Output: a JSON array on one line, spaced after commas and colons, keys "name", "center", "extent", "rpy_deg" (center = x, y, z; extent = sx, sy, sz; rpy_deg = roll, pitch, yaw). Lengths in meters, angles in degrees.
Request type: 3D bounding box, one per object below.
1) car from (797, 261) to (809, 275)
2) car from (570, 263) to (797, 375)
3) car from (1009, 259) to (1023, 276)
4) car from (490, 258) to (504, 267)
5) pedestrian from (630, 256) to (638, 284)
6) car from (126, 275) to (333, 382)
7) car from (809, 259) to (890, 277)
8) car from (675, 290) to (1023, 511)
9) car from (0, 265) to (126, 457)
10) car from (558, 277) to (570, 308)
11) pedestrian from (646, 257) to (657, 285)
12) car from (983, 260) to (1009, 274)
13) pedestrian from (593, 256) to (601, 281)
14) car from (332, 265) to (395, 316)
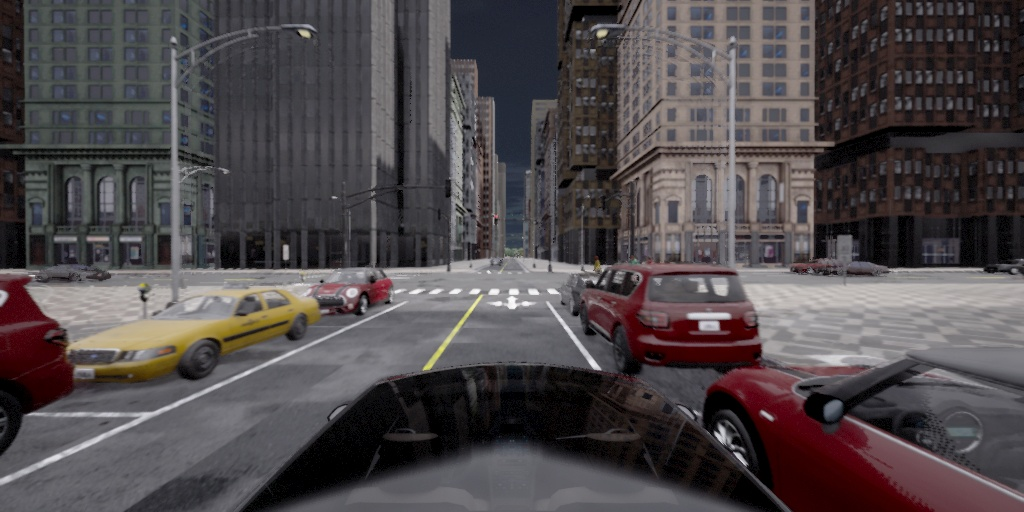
[{"name": "car", "center": [30.024, 1.046, 35.070], "extent": [5.008, 1.535, 1.882], "rpy_deg": [0, 0, 0]}, {"name": "car", "center": [2.762, 1.052, 7.404], "extent": [2.192, 1.841, 5.009], "rpy_deg": [0, 0, 0]}, {"name": "car", "center": [43.566, 1.065, 28.428], "extent": [4.902, 1.511, 2.128], "rpy_deg": [0, 0, 1]}, {"name": "car", "center": [-2.867, 1.107, 63.737], "extent": [2.128, 1.511, 4.902], "rpy_deg": [0, 0, 1]}, {"name": "pedestrian", "center": [6.235, 0.855, 18.481], "extent": [0.375, 1.860, 0.375], "rpy_deg": [0, 0, 0]}, {"name": "car", "center": [-5.763, 1.262, 7.232], "extent": [1.751, 1.417, 4.829], "rpy_deg": [0, 0, 0]}, {"name": "car", "center": [30.120, 1.136, 31.825], "extent": [5.357, 1.411, 2.033], "rpy_deg": [0, 0, 0]}, {"name": "car", "center": [2.762, 1.190, 1.801], "extent": [1.967, 1.591, 4.097], "rpy_deg": [0, 0, 0]}, {"name": "car", "center": [-5.763, 1.064, 1.800], "extent": [2.192, 1.841, 5.009], "rpy_deg": [0, 0, 0]}, {"name": "car", "center": [2.762, 1.274, 13.005], "extent": [2.007, 1.370, 4.403], "rpy_deg": [0, 0, 0]}, {"name": "pedestrian", "center": [7.297, 0.860, 19.081], "extent": [0.375, 1.860, 0.375], "rpy_deg": [0, 0, 0]}, {"name": "car", "center": [49.209, 1.077, 34.968], "extent": [4.892, 1.490, 1.837], "rpy_deg": [0, 0, 0]}, {"name": "pedestrian", "center": [4.680, 0.864, 19.681], "extent": [0.375, 1.860, 0.375], "rpy_deg": [0, 0, 0]}, {"name": "car", "center": [-5.763, 1.163, 13.004], "extent": [1.967, 1.591, 4.097], "rpy_deg": [0, 0, 0]}]
